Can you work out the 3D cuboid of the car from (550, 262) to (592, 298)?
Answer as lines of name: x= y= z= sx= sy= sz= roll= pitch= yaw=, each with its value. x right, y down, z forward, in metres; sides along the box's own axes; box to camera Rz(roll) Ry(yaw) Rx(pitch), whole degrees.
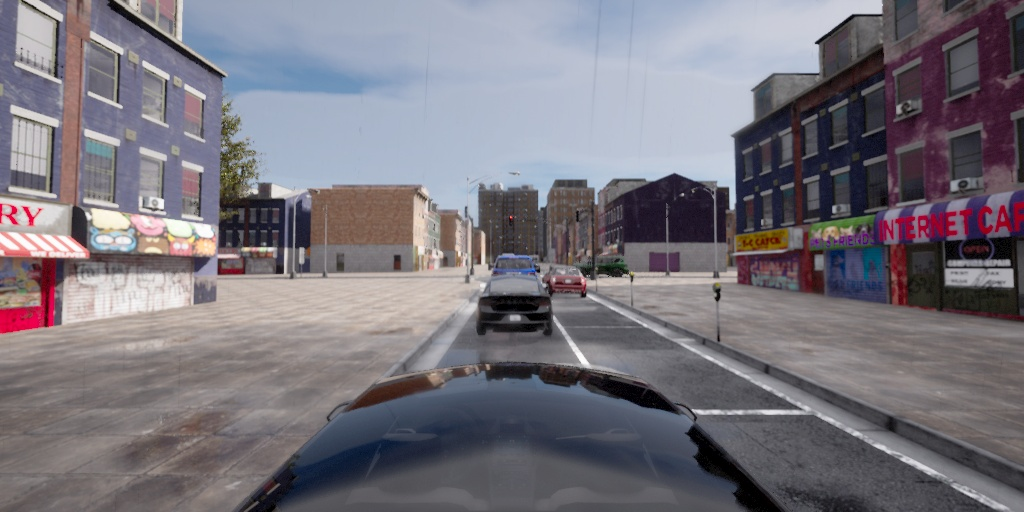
car: x=2.635 y=1.222 z=18.823 sx=1.967 sy=1.591 sz=4.097 roll=0 pitch=0 yaw=0

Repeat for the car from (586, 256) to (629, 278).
car: x=8.048 y=1.072 z=33.706 sx=5.566 sy=2.045 sz=2.150 roll=0 pitch=-2 yaw=0

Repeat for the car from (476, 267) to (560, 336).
car: x=0.046 y=1.241 z=10.503 sx=1.882 sy=1.535 sz=5.008 roll=0 pitch=0 yaw=-1

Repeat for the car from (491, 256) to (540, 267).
car: x=0.087 y=1.003 z=18.139 sx=2.150 sy=2.045 sz=5.566 roll=0 pitch=0 yaw=0
